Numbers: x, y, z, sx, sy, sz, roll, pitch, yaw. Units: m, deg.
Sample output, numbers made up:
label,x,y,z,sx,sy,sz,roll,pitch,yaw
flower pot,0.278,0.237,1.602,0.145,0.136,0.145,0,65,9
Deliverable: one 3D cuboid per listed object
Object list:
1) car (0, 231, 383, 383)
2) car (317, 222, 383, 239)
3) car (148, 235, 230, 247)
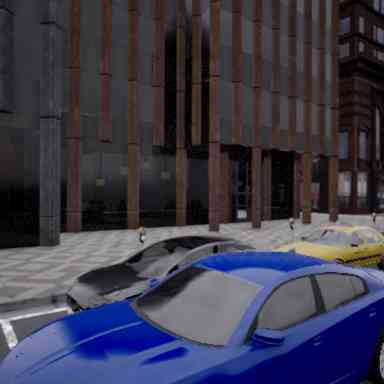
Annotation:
label,x,y,z,sx,sy,sz,roll,pitch,yaw
car,0.620,1.495,3.820,5.008,1.535,1.882,0,0,-35
car,4.307,1.587,9.718,4.829,1.417,1.752,0,0,-35
car,-0.144,1.590,6.546,4.313,1.339,1.947,0,0,-35
